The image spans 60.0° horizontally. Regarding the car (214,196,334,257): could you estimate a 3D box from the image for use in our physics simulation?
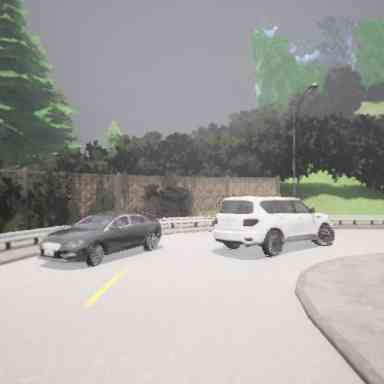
[{"bbox_3d":[3.370,1.203,13.189,5.566,2.045,2.150,0,-2,-39],"label":"car"}]

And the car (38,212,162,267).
[{"bbox_3d":[-2.936,1.476,11.674,2.128,1.511,4.902,0,0,28],"label":"car"}]
